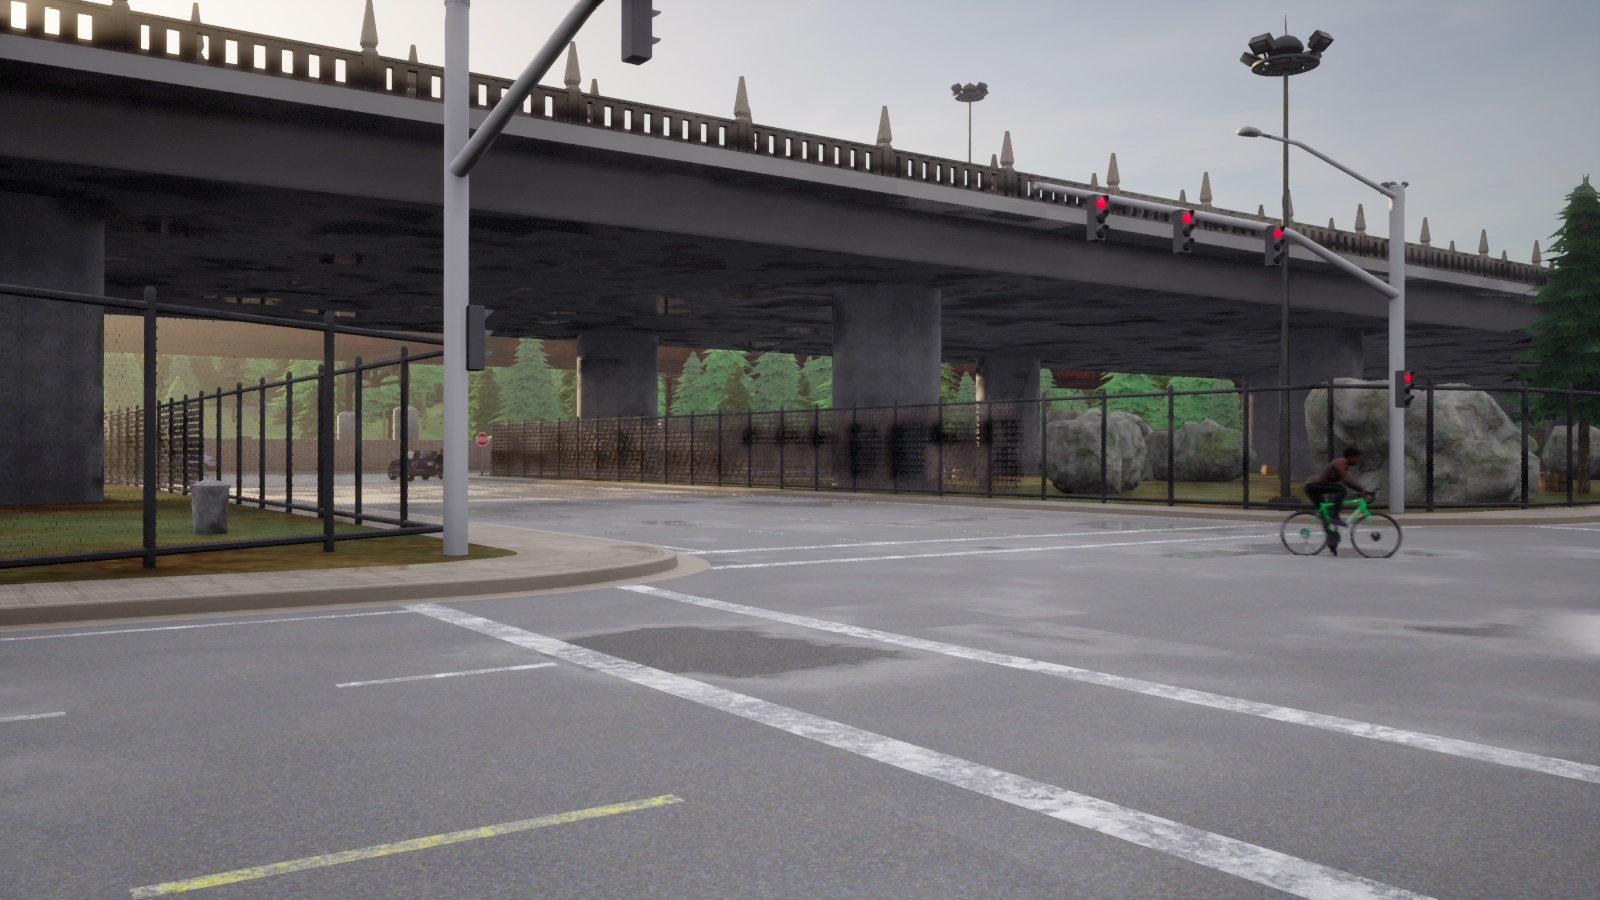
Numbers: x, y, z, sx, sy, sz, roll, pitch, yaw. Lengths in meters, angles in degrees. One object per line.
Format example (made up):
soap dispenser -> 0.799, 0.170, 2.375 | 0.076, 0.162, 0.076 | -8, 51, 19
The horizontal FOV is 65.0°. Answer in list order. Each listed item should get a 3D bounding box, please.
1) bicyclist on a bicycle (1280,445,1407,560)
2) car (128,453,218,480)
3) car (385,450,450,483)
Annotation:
bicyclist on a bicycle -> 7.958, 0.750, 18.399 | 1.656, 1.620, 0.582 | 0, -1, 28
car -> -39.462, 1.007, 79.063 | 4.856, 1.649, 2.033 | 0, 0, -34
car -> -21.011, 0.872, 68.921 | 2.097, 1.767, 4.553 | 0, 0, -35
